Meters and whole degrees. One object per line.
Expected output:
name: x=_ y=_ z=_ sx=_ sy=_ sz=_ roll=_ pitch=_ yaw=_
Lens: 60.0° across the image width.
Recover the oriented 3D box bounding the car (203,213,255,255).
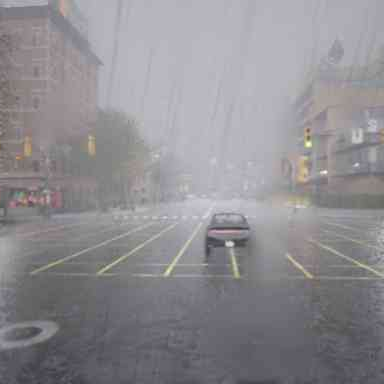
car: x=1.509 y=1.625 z=13.966 sx=2.128 sy=1.511 sz=4.902 roll=-1 pitch=-1 yaw=5
